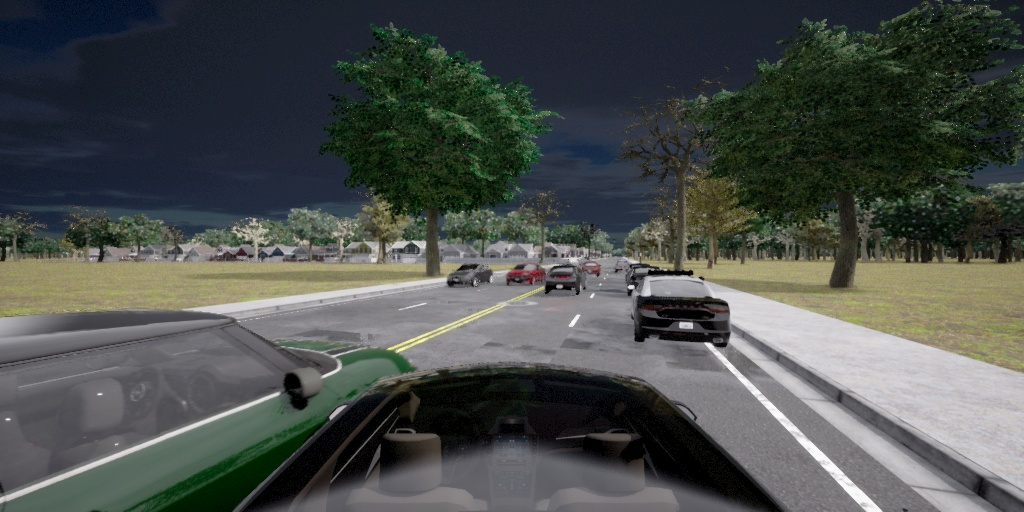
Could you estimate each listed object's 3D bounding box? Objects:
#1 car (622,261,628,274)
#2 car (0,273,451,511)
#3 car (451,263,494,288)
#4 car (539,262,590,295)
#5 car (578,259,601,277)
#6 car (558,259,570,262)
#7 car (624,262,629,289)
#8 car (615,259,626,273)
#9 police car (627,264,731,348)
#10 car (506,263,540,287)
[{"bbox_3d":[8.807,1.264,24.799,1.837,1.490,4.892,0,0,17],"label":"car"},{"bbox_3d":[-2.366,1.102,2.117,2.097,1.767,4.553,0,0,17],"label":"car"},{"bbox_3d":[-2.692,1.260,24.178,1.837,1.490,4.892,0,0,17],"label":"car"},{"bbox_3d":[3.079,1.259,20.108,1.837,1.490,4.892,0,0,17],"label":"car"},{"bbox_3d":[8.075,1.295,36.626,1.812,1.442,4.674,0,0,17],"label":"car"},{"bbox_3d":[9.248,1.308,63.507,1.837,1.490,4.892,0,0,17],"label":"car"},{"bbox_3d":[7.069,1.260,19.056,1.837,1.490,4.892,0,0,17],"label":"car"},{"bbox_3d":[13.708,1.329,44.336,2.033,1.411,5.357,0,0,18],"label":"car"},{"bbox_3d":[4.204,1.176,9.589,1.930,1.638,5.238,0,0,17],"label":"police car"},{"bbox_3d":[1.043,1.234,25.305,1.882,1.535,5.008,0,0,17],"label":"car"}]
